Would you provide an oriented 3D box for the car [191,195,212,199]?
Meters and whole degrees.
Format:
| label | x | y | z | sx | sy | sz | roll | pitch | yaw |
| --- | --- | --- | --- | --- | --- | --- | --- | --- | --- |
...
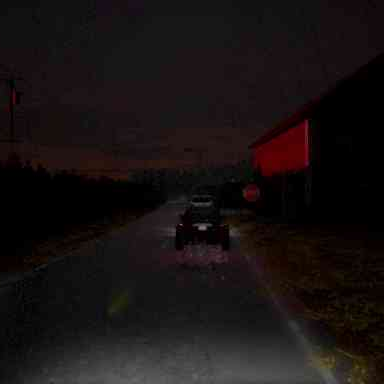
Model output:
| label | x | y | z | sx | sy | sz | roll | pitch | yaw |
| --- | --- | --- | --- | --- | --- | --- | --- | --- | --- |
| car | 0.801 | 1.257 | 29.619 | 2.150 | 2.045 | 5.566 | 0 | 0 | 0 |

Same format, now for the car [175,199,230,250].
| label | x | y | z | sx | sy | sz | roll | pitch | yaw |
| --- | --- | --- | --- | --- | --- | --- | --- | --- | --- |
| car | 0.467 | 1.365 | 14.514 | 2.097 | 1.767 | 4.553 | 0 | 0 | 2 |

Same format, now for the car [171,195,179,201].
| label | x | y | z | sx | sy | sz | roll | pitch | yaw |
| --- | --- | --- | --- | --- | --- | --- | --- | --- | --- |
| car | -4.299 | 1.482 | 85.648 | 2.128 | 1.511 | 4.902 | 0 | 0 | -3 |
